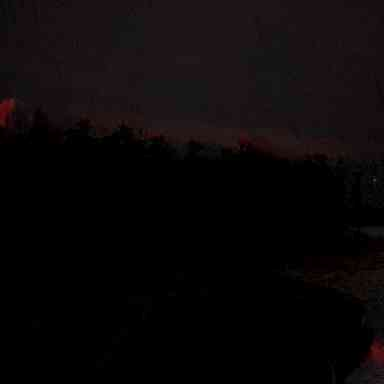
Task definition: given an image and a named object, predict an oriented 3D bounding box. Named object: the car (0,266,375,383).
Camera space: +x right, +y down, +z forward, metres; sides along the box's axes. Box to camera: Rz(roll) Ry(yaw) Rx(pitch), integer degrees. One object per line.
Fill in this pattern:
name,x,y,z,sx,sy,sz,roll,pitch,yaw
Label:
car,-0.344,1.550,3.223,5.357,1.411,2.033,0,0,-35
